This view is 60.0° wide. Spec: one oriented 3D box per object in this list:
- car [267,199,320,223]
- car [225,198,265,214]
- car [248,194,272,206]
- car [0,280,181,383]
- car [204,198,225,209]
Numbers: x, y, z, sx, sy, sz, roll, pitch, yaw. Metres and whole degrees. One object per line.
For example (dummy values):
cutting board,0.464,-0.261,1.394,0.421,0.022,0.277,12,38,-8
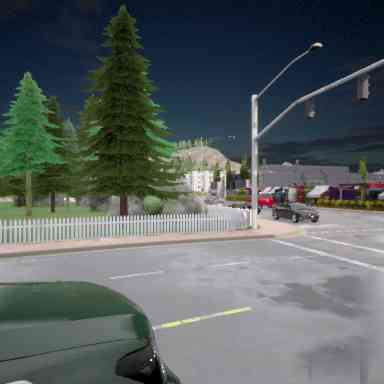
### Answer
car,8.095,1.560,26.346,1.837,1.490,4.892,0,0,-14
car,5.511,1.656,35.254,1.895,1.301,4.718,0,0,-16
car,9.455,1.277,47.508,2.150,2.045,5.566,0,0,-16
car,-2.732,1.221,1.688,5.566,2.045,2.150,0,0,-36
car,2.900,1.547,44.242,2.128,1.511,4.902,0,0,-16
